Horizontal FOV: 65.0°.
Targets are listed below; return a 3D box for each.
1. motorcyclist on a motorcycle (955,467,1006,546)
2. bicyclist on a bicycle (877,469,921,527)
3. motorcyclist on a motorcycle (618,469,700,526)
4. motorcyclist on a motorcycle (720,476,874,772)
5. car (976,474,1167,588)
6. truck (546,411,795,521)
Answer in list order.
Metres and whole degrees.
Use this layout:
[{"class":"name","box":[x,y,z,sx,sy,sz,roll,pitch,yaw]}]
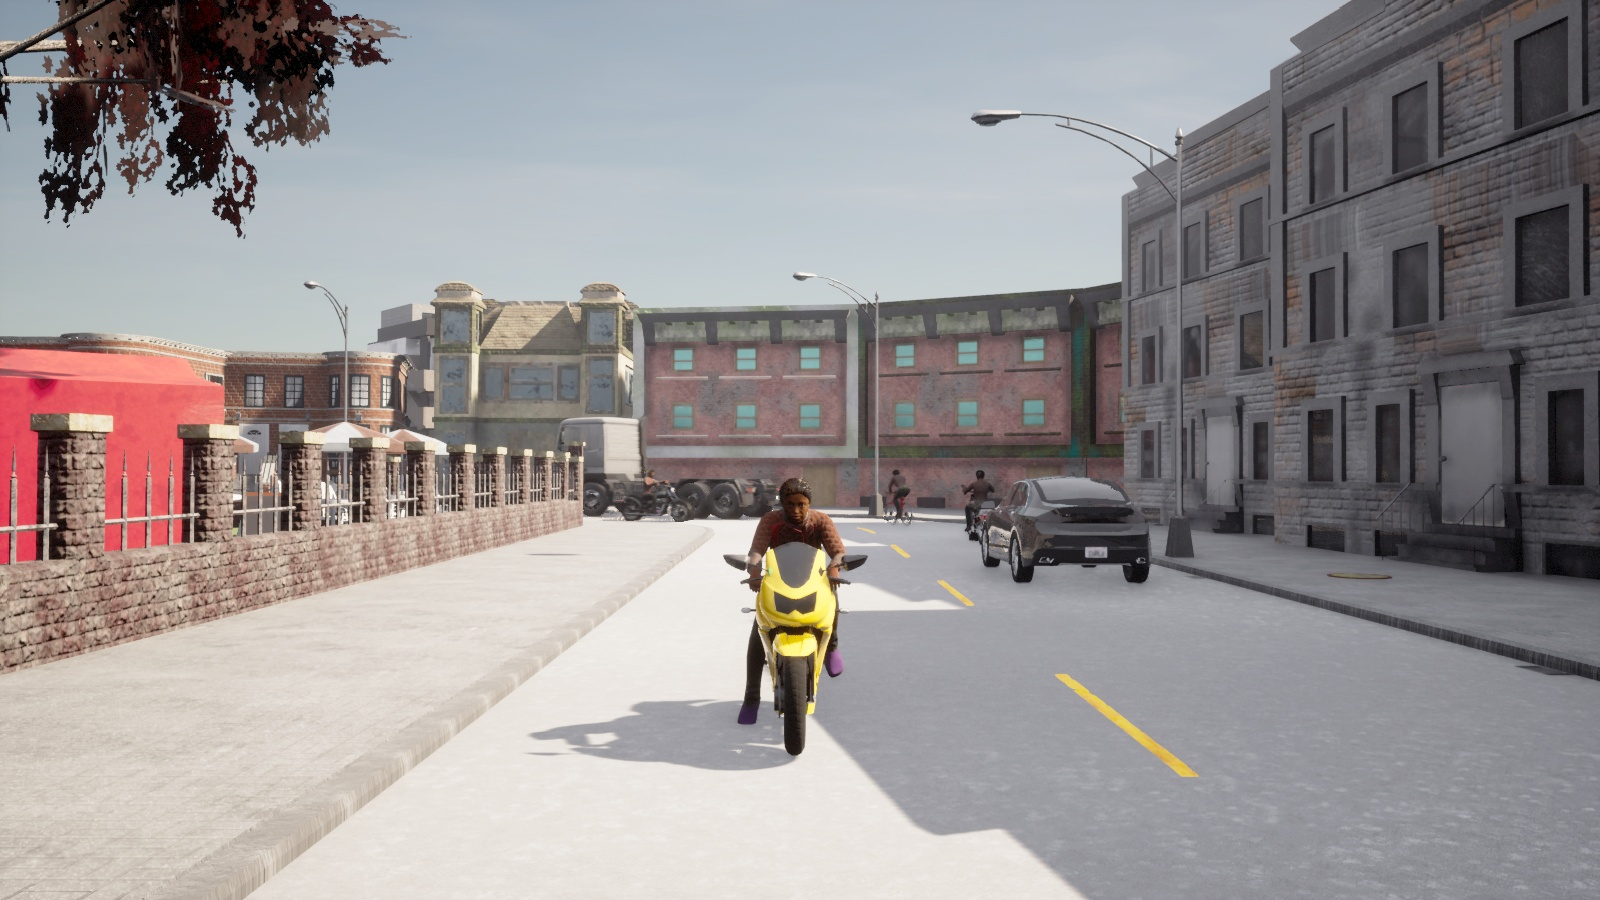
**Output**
[{"class":"motorcyclist on a motorcycle","box":[3.928,1.211,27.553,0.766,1.649,2.350,0,-1,0]},{"class":"bicyclist on a bicycle","box":[2.850,1.366,36.289,0.582,1.620,1.656,0,-1,-22]},{"class":"motorcyclist on a motorcycle","box":[-4.264,1.420,37.974,2.350,1.649,0.766,0,0,18]},{"class":"motorcyclist on a motorcycle","box":[-0.020,0.923,7.552,0.797,1.523,2.044,0,-1,0]},{"class":"car","box":[3.949,1.124,19.127,1.837,1.490,4.892,0,-1,0]},{"class":"truck","box":[-4.387,0.562,42.342,7.936,3.462,2.891,0,-1,23]}]
